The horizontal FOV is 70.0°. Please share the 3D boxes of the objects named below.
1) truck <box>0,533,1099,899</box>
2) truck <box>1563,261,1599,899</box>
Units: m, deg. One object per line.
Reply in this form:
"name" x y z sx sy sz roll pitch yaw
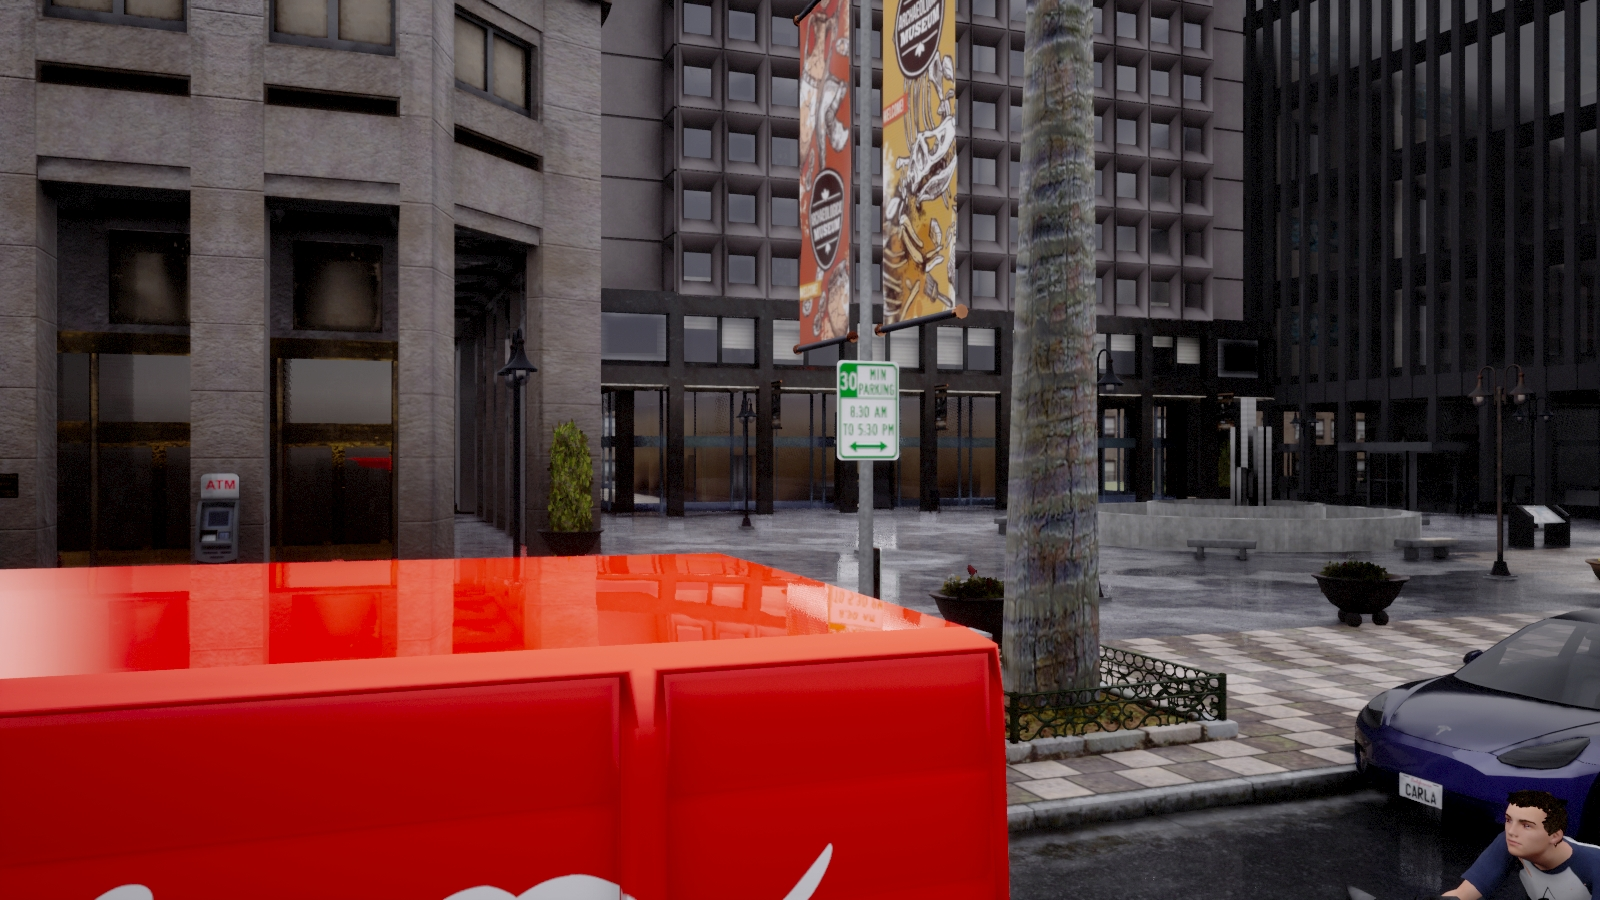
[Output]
"truck" -2.337 1.568 2.464 5.204 2.467 2.627 0 0 -20
"truck" 8.736 0.895 6.469 8.468 3.827 2.891 0 0 -20
